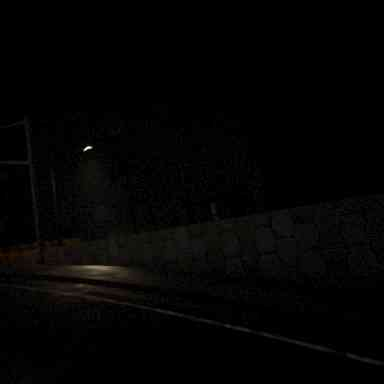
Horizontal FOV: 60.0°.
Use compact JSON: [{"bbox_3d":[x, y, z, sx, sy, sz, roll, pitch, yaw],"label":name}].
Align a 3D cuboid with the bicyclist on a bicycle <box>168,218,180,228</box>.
[{"bbox_3d":[-1.418,2.901,27.351,1.656,1.620,0.582,-14,-8,36],"label":"bicyclist on a bicycle"}]
